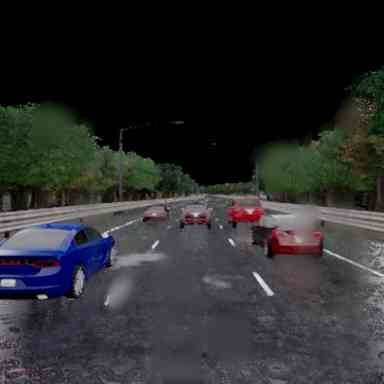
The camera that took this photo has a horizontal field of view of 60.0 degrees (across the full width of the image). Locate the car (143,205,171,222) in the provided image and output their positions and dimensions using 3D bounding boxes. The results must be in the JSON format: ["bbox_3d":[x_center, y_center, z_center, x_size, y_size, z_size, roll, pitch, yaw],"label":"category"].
[{"bbox_3d":[-2.974,1.795,28.825,1.994,1.385,4.181,0,-1,2],"label":"car"}]

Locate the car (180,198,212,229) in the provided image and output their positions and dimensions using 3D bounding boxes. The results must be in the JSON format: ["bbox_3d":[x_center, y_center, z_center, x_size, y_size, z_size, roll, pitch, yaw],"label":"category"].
[{"bbox_3d":[0.295,1.536,23.529,2.097,1.767,4.553,0,-1,2],"label":"car"}]

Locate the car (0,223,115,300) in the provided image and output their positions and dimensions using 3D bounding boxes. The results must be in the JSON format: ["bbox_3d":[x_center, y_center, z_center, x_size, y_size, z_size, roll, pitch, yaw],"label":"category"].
[{"bbox_3d":[-3.358,1.532,8.604,1.882,1.535,5.008,0,0,0],"label":"car"}]

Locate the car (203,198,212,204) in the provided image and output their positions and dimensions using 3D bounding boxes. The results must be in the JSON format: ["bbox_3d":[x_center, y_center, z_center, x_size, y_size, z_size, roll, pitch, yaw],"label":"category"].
[{"bbox_3d":[4.272,2.368,91.859,2.128,1.511,4.902,0,0,5],"label":"car"}]

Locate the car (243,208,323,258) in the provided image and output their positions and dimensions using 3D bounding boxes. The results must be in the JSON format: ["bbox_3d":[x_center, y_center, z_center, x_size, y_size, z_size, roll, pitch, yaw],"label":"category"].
[{"bbox_3d":[3.585,1.604,13.243,2.163,1.488,4.792,0,0,1],"label":"car"}]

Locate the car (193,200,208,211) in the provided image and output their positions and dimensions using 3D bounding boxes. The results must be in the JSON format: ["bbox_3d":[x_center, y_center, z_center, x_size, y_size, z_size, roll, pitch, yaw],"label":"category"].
[{"bbox_3d":[1.317,1.993,48.868,2.033,1.411,5.357,0,-1,3],"label":"car"}]

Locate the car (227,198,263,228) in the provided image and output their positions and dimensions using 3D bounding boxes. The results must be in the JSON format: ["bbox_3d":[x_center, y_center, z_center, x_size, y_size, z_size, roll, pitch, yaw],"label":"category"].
[{"bbox_3d":[3.794,1.418,24.149,2.150,2.045,5.566,0,-1,1],"label":"car"}]
